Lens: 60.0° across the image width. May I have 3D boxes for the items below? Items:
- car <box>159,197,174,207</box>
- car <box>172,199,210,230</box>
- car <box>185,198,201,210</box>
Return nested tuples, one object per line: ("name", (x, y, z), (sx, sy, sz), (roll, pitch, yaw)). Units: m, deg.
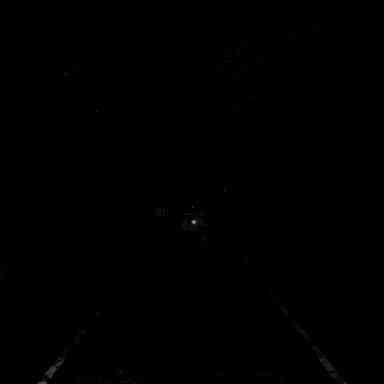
("car", (-3.533, 1.387, 47.026), (1.812, 1.442, 4.674), (0, 0, 1))
("car", (0.110, 1.433, 20.688), (2.128, 1.511, 4.902), (0, 0, 0))
("car", (0.116, 1.480, 41.374), (1.895, 1.301, 4.718), (0, 0, 0))
